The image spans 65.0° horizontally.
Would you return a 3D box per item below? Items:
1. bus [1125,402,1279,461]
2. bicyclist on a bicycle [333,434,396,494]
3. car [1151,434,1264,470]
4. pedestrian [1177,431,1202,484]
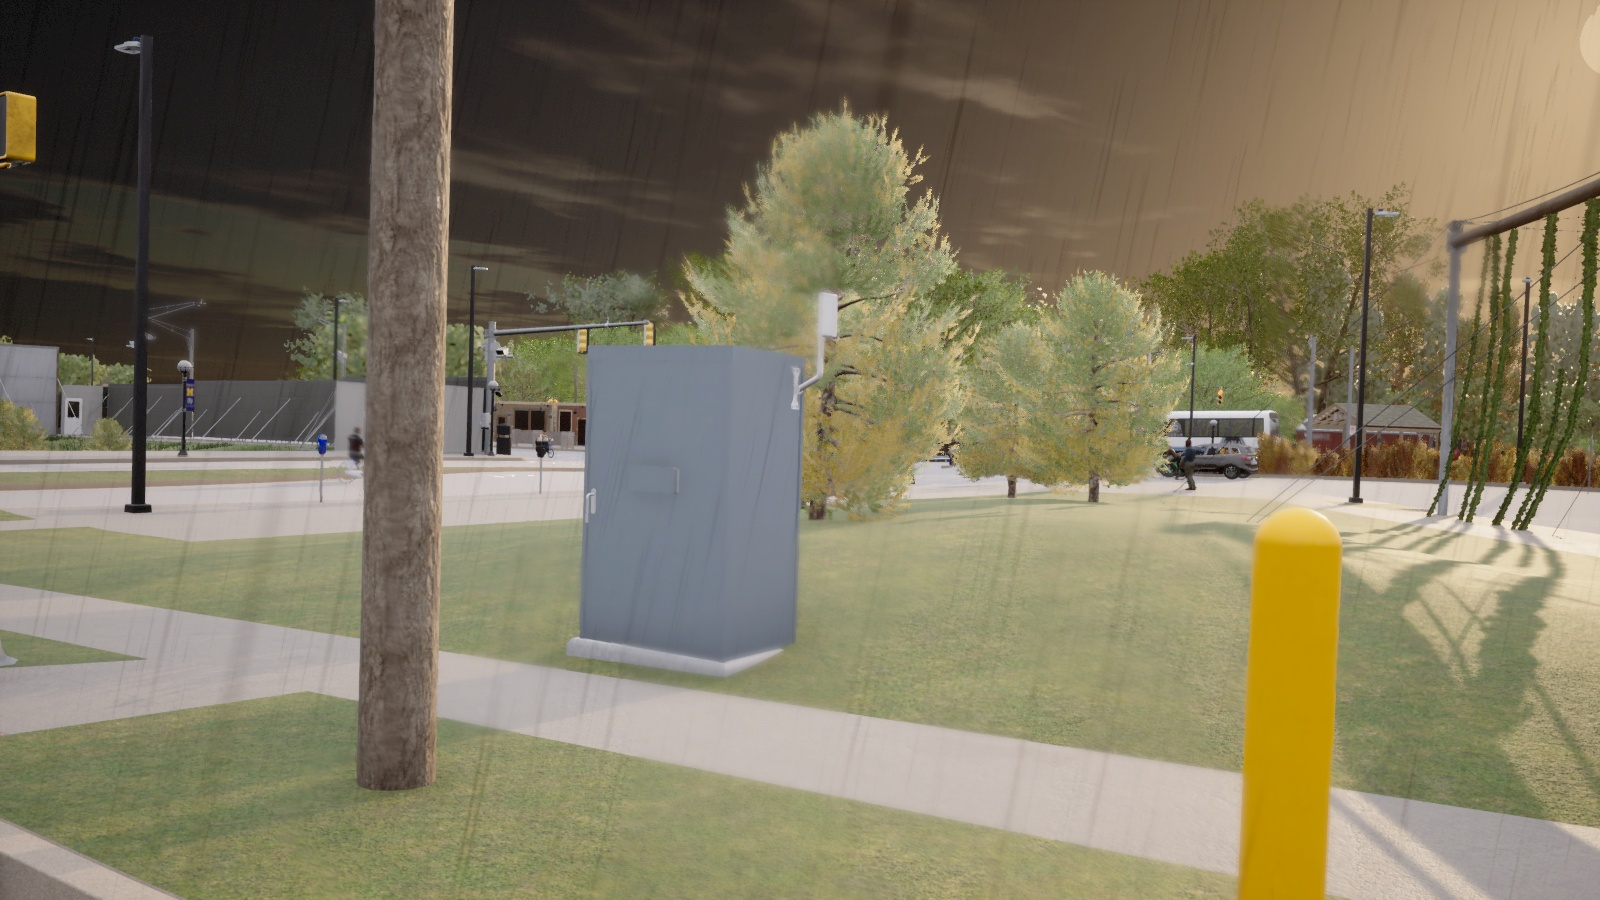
[{"bbox_3d":[29.917,-1.317,93.705,10.273,4.253,3.944,0,1,35],"label":"bus"},{"bbox_3d":[-13.434,0.417,38.746,0.659,1.776,1.843,1,2,30],"label":"bicyclist on a bicycle"},{"bbox_3d":[19.303,0.091,59.529,4.611,1.667,2.242,0,1,34],"label":"car"},{"bbox_3d":[13.754,0.260,44.332,0.726,1.835,0.370,3,2,43],"label":"pedestrian"}]
